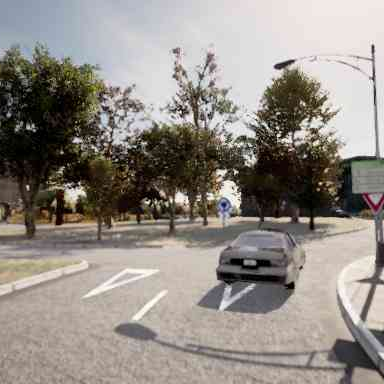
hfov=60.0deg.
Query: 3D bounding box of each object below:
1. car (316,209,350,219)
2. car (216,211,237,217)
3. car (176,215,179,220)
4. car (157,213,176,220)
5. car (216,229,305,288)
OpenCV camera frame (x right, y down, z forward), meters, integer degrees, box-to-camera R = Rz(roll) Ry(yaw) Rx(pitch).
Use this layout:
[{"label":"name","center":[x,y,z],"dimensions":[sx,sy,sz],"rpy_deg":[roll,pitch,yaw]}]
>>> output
[{"label":"car","center":[20.637,3.237,49.007],"dimensions":[2.033,1.411,5.357],"rpy_deg":[2,-5,-17]},{"label":"car","center":[6.752,4.473,65.728],"dimensions":[1.837,1.490,4.892],"rpy_deg":[4,-7,-39]},{"label":"car","center":[-7.290,7.115,94.270],"dimensions":[5.566,2.045,2.435],"rpy_deg":[1,-5,-13]},{"label":"car","center":[-7.627,7.101,91.318],"dimensions":[4.892,1.521,2.231],"rpy_deg":[1,-5,-13]},{"label":"car","center":[2.258,1.806,9.927],"dimensions":[2.033,1.411,5.357],"rpy_deg":[-2,-4,22]}]
